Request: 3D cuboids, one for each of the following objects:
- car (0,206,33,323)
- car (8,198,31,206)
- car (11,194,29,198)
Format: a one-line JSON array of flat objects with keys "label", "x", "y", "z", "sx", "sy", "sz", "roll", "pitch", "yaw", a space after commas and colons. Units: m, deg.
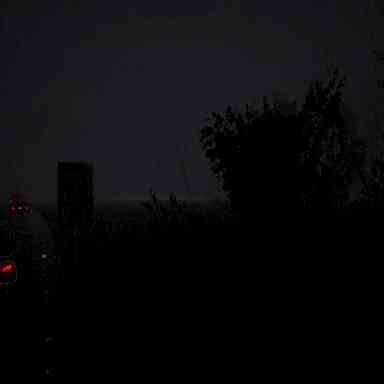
[{"label": "car", "x": -4.514, "y": 1.358, "z": 6.888, "sx": 2.097, "sy": 1.767, "sz": 4.553, "roll": 0, "pitch": 0, "yaw": -24}, {"label": "car", "x": -17.492, "y": 1.589, "z": 33.899, "sx": 2.033, "sy": 1.411, "sz": 5.357, "roll": 0, "pitch": 0, "yaw": -27}, {"label": "car", "x": -22.406, "y": 1.286, "z": 43.076, "sx": 2.150, "sy": 2.045, "sz": 5.566, "roll": 0, "pitch": 0, "yaw": -29}]
